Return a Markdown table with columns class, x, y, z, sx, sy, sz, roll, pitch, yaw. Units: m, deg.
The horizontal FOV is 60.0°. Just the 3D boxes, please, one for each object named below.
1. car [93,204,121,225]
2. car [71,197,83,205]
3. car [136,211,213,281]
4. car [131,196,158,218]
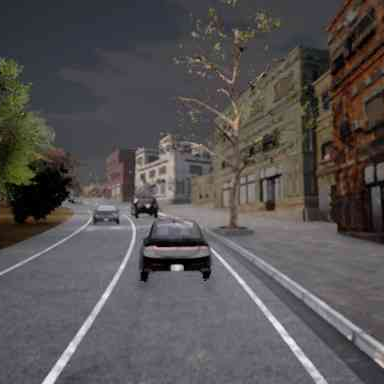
| class | x | y | z | sx | sy | sz | roll | pitch | yaw |
| --- | --- | --- | --- | --- | --- | --- | --- | --- | --- |
| car | -6.305 | 1.622 | 24.813 | 1.812 | 1.442 | 4.674 | 1 | 0 | -13 |
| car | -21.878 | 1.647 | 62.951 | 2.128 | 1.511 | 4.902 | 3 | -1 | -31 |
| car | -0.548 | 1.549 | 10.093 | 2.128 | 1.511 | 4.902 | 0 | 0 | -5 |
| car | -4.732 | 1.439 | 32.718 | 2.150 | 2.045 | 5.566 | 2 | -1 | -16 |
